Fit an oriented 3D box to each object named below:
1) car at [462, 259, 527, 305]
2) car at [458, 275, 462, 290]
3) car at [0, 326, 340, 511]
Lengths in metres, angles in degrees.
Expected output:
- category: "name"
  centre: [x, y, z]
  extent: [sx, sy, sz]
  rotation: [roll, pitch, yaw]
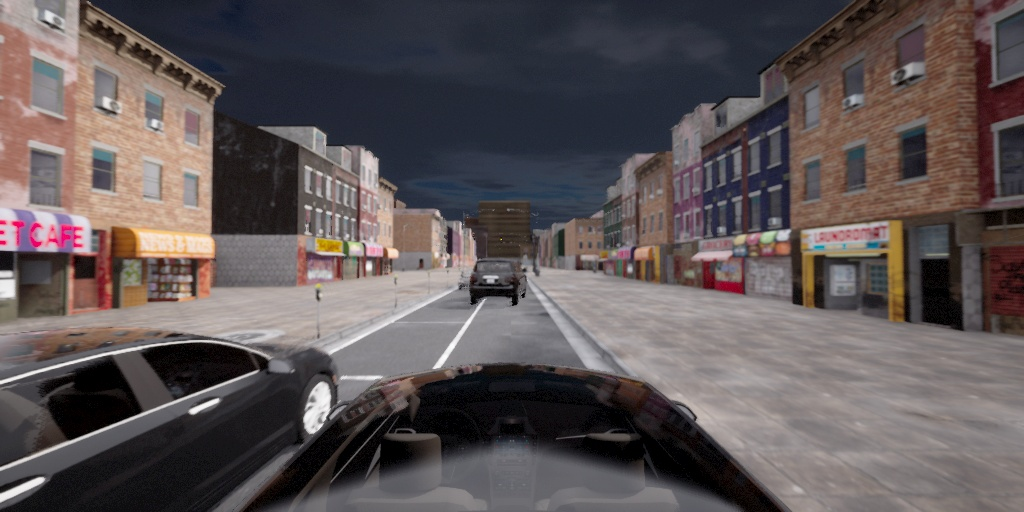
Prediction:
- category: "car"
  centre: [-0.546, 1.159, 17.461]
  extent: [2.150, 2.045, 5.566]
  rotation: [0, -1, 7]
- category: "car"
  centre: [-2.652, 1.580, 24.714]
  extent: [2.007, 1.370, 4.403]
  rotation: [0, 0, 0]
- category: "car"
  centre: [-3.020, 1.263, 2.470]
  extent: [1.837, 1.490, 4.892]
  rotation: [0, -1, 0]
